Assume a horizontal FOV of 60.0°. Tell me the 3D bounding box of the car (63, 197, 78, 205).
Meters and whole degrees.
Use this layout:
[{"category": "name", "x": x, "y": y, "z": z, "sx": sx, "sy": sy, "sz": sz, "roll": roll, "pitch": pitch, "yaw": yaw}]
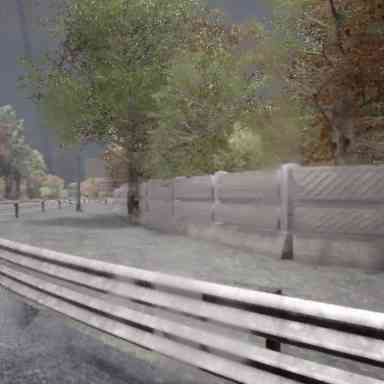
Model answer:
[{"category": "car", "x": -26.015, "y": 1.833, "z": 70.282, "sx": 2.097, "sy": 1.767, "sz": 4.553, "roll": 1, "pitch": -1, "yaw": -11}]
